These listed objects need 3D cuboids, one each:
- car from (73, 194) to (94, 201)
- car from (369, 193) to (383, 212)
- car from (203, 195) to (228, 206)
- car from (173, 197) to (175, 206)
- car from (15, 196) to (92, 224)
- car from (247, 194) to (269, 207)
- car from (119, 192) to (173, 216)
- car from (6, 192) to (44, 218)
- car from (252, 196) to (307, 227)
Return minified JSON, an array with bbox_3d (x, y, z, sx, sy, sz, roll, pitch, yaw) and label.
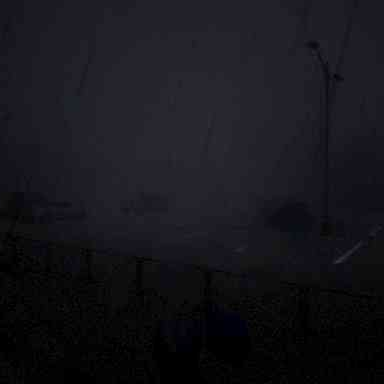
[{"bbox_3d":[-18.048,0.991,53.457,2.128,1.511,4.902,0,0,36],"label":"car"},{"bbox_3d":[19.036,1.052,33.455,1.905,1.878,3.866,0,0,35],"label":"car"},{"bbox_3d":[3.140,1.077,44.251,1.970,1.475,3.806,0,0,35],"label":"car"},{"bbox_3d":[-3.913,1.117,40.596,2.007,1.523,4.514,0,0,35],"label":"car"},{"bbox_3d":[-8.852,1.228,21.460,1.970,1.475,3.806,0,0,35],"label":"car"},{"bbox_3d":[8.574,1.042,40.821,2.152,1.636,5.027,0,0,35],"label":"car"},{"bbox_3d":[-4.000,0.964,28.414,1.932,1.855,4.605,0,0,35],"label":"car"},{"bbox_3d":[-11.217,0.921,23.872,1.905,1.878,3.866,0,0,35],"label":"car"},{"bbox_3d":[5.775,1.250,20.662,2.007,1.523,4.514,0,0,35],"label":"car"}]
